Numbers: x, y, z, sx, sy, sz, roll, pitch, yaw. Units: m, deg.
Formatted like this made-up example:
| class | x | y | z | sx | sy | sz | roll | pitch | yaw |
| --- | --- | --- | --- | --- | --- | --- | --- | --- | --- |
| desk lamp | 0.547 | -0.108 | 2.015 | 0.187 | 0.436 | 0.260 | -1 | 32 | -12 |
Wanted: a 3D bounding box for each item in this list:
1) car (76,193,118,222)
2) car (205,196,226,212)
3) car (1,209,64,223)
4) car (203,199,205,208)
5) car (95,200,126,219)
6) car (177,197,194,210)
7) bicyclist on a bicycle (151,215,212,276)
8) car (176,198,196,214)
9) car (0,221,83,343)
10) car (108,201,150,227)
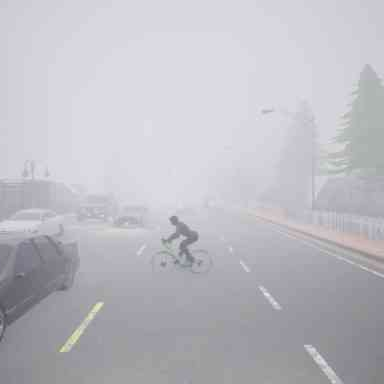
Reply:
| class | x | y | z | sx | sy | sz | roll | pitch | yaw |
| --- | --- | --- | --- | --- | --- | --- | --- | --- | --- |
| car | -7.486 | 1.160 | 26.756 | 2.150 | 2.045 | 5.566 | 0 | 3 | -1 |
| car | 2.842 | 1.526 | 39.390 | 1.812 | 1.442 | 4.674 | 0 | 0 | -1 |
| car | -7.354 | 1.526 | 15.251 | 1.812 | 1.442 | 4.674 | 0 | 0 | -1 |
| car | 2.639 | 1.352 | 48.370 | 2.097 | 1.767 | 4.553 | 0 | 0 | 0 |
| car | -7.641 | 1.559 | 31.488 | 1.812 | 1.442 | 4.674 | 0 | 1 | -1 |
| car | -0.833 | 1.491 | 44.769 | 2.128 | 1.511 | 4.902 | 0 | 0 | -1 |
| bicyclist on a bicycle | -0.299 | 1.455 | 8.962 | 1.656 | 1.620 | 0.582 | -2 | 0 | -1 |
| car | -0.599 | 1.526 | 35.514 | 1.812 | 1.442 | 4.674 | 0 | 0 | -1 |
| car | -3.684 | 1.547 | 6.281 | 2.033 | 1.411 | 5.357 | 0 | 0 | -1 |
| car | -4.006 | 1.548 | 22.901 | 2.033 | 1.411 | 5.357 | 0 | 0 | -1 |
